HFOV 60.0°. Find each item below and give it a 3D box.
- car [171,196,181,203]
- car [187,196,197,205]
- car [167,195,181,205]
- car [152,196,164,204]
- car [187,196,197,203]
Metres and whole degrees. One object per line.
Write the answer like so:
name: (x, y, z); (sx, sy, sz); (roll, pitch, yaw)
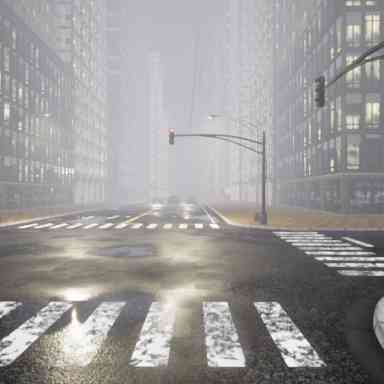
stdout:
car: (-3.271, 1.564, 70.162); (1.895, 1.301, 4.718); (0, 0, 0)
car: (-0.018, 1.702, 60.577); (1.895, 1.301, 4.718); (0, 0, 0)
car: (-3.268, 1.451, 60.101); (2.097, 1.767, 4.553); (0, 0, 0)
car: (-6.519, 1.606, 64.298); (2.128, 1.511, 4.902); (0, 0, 0)
car: (-0.021, 1.539, 70.549); (1.994, 1.385, 4.181); (0, 0, 0)
